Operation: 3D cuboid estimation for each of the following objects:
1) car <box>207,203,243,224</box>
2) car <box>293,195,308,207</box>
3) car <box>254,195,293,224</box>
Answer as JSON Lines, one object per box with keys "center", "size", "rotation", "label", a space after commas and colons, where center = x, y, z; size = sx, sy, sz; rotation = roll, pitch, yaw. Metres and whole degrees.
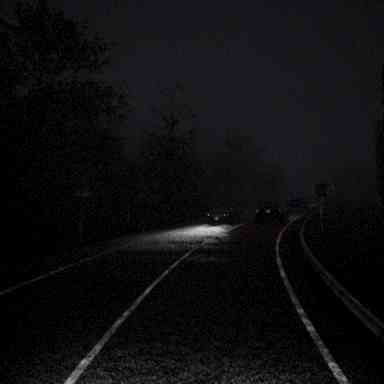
{"center": [2.654, 1.617, 26.081], "size": [2.128, 1.511, 4.902], "rotation": [-2, 0, 22], "label": "car"}
{"center": [13.159, 1.061, 41.147], "size": [1.882, 1.535, 5.008], "rotation": [-2, 1, 25], "label": "car"}
{"center": [6.120, 1.363, 25.244], "size": [2.097, 1.767, 4.553], "rotation": [-2, 0, 22], "label": "car"}
